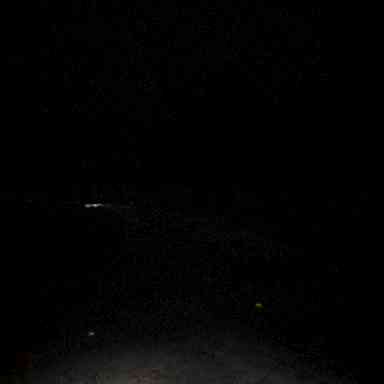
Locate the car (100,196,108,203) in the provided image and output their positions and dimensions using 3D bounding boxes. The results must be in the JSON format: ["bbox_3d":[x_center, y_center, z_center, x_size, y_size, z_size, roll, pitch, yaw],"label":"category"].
[{"bbox_3d":[-18.581,1.590,67.078,1.812,1.442,4.674,-1,0,-37],"label":"car"}]

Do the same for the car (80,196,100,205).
[{"bbox_3d":[-19.829,1.698,63.649,1.895,1.301,4.718,-1,0,-34],"label":"car"}]

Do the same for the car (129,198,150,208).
[{"bbox_3d":[-7.587,1.568,47.987,2.033,1.411,5.357,-1,0,-24],"label":"car"}]
